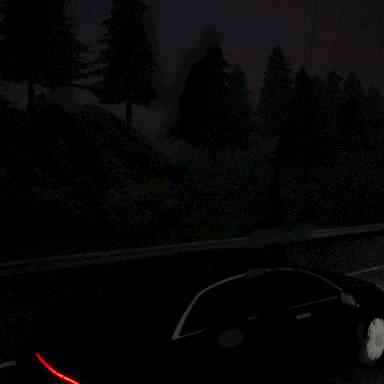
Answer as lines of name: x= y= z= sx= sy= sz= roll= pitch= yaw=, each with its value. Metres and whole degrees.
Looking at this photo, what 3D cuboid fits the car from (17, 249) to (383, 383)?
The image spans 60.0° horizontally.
car: x=0.614 y=1.490 z=4.108 sx=4.892 sy=1.490 sz=1.837 roll=0 pitch=0 yaw=-35
